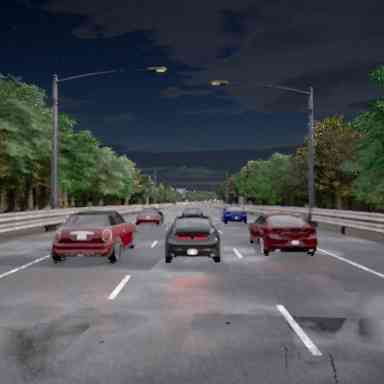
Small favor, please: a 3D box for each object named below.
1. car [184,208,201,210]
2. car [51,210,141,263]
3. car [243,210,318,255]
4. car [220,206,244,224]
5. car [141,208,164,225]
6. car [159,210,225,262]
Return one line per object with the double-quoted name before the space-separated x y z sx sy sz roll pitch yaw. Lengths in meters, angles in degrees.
"car" 0.040 1.925 25.572 2.033 1.411 5.357 0 -2 1
"car" -3.445 1.461 12.567 2.097 1.767 4.553 0 -1 0
"car" 3.563 1.605 13.857 1.882 1.535 5.008 0 -1 0
"car" 3.570 1.951 28.959 1.882 1.535 5.008 0 -1 0
"car" -3.435 2.012 28.040 1.994 1.385 4.181 0 -2 1
"car" 0.051 1.612 12.483 1.837 1.490 4.892 0 -1 1
